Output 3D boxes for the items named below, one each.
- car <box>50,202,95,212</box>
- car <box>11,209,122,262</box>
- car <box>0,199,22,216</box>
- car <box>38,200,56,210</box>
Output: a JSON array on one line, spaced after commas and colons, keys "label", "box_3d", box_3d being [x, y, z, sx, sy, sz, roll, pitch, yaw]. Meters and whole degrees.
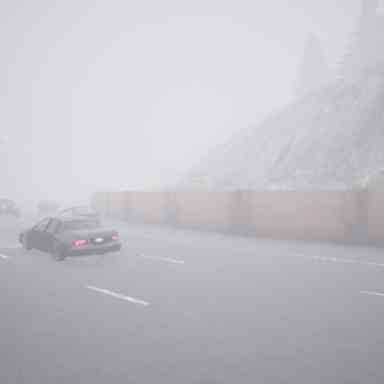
[{"label": "car", "box_3d": [-7.325, 1.615, 21.220, 1.812, 1.442, 4.674, -1, 0, -38]}, {"label": "car", "box_3d": [-4.738, 1.601, 12.472, 2.033, 1.411, 5.357, 0, 0, -45]}, {"label": "car", "box_3d": [-17.791, 1.502, 32.156, 2.097, 1.767, 4.553, 0, 0, -23]}, {"label": "car", "box_3d": [-16.908, 1.650, 39.364, 1.882, 1.535, 5.008, -1, 0, -17]}]
